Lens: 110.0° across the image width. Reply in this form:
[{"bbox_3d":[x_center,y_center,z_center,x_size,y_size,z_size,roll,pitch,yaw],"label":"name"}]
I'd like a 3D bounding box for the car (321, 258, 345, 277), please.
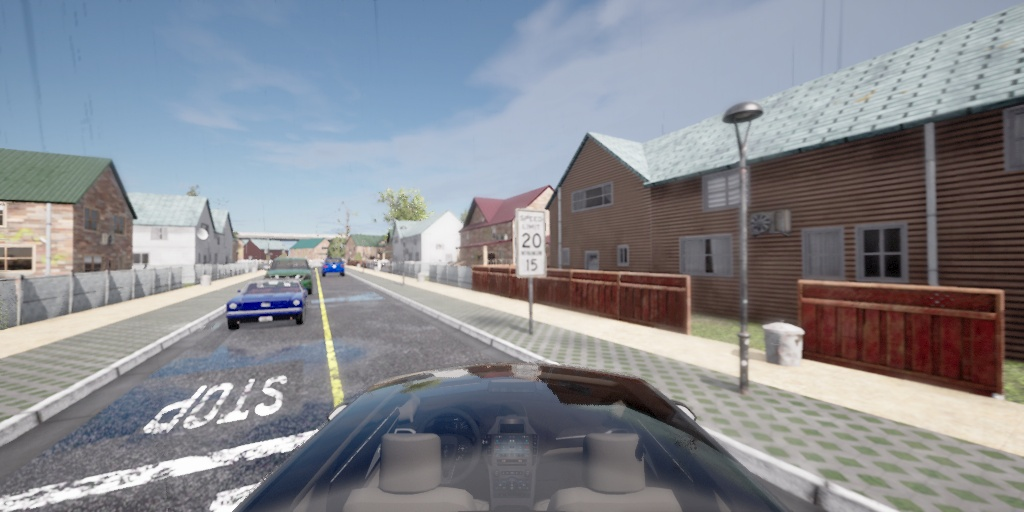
[{"bbox_3d":[-19.648,1.213,39.371,2.150,2.045,5.566,0,0,-29],"label":"car"}]

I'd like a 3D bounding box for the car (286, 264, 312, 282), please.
[{"bbox_3d":[-19.202,1.465,32.527,1.837,1.490,4.892,0,0,-28],"label":"car"}]

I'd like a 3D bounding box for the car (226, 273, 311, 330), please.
[{"bbox_3d":[-7.807,1.427,11.751,1.895,1.301,4.718,0,0,-29],"label":"car"}]

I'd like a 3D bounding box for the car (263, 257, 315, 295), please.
[{"bbox_3d":[-12.528,1.099,20.311,2.150,2.045,5.566,0,0,-29],"label":"car"}]
